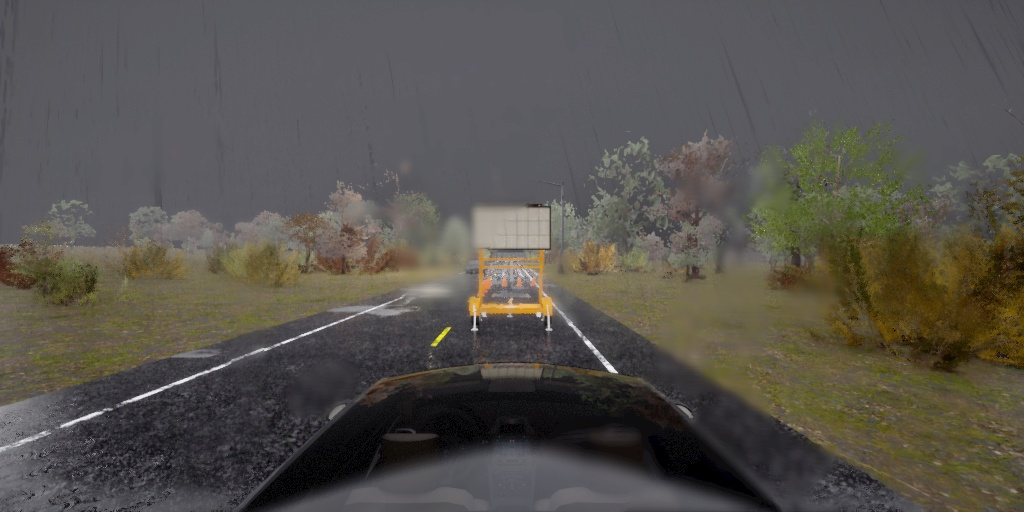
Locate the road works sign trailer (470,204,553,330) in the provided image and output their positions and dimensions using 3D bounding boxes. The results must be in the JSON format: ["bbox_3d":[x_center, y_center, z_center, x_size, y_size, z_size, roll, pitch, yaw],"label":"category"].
[{"bbox_3d":[-0.008,0.214,11.042,2.380,3.560,2.880,0,0,0],"label":"road works sign trailer"}]

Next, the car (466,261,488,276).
[{"bbox_3d":[-3.532,1.255,36.646,1.837,1.490,4.892,0,0,0],"label":"car"}]
